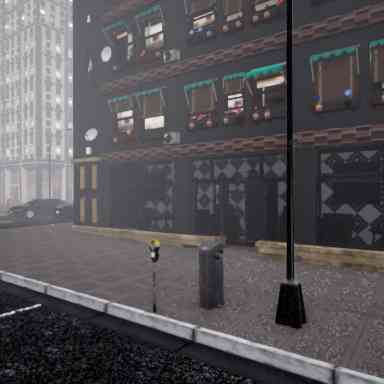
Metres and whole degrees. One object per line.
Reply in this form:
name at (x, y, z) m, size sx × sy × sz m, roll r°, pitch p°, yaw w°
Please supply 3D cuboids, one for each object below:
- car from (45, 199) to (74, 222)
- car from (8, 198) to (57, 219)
car at (-7.349, 1.279, 22.815) m, size 1.947 × 1.339 × 4.313 m, roll 1°, pitch 1°, yaw 35°
car at (-11.913, 1.239, 26.411) m, size 1.837 × 1.490 × 4.892 m, roll 0°, pitch 1°, yaw 35°
